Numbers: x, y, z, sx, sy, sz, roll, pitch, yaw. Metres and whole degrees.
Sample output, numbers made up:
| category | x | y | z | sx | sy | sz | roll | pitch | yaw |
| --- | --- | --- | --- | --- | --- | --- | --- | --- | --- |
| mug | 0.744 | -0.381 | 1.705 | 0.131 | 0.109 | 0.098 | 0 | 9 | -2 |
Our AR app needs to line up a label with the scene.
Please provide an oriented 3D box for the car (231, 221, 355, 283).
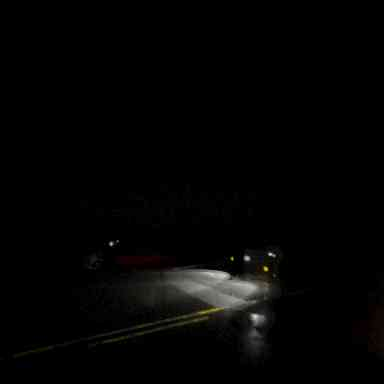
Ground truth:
| category | x | y | z | sx | sy | sz | roll | pitch | yaw |
| --- | --- | --- | --- | --- | --- | --- | --- | --- | --- |
| car | 3.217 | 1.574 | 9.680 | 4.181 | 1.385 | 1.994 | 0 | 0 | -28 |

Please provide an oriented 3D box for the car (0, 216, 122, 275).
| category | x | y | z | sx | sy | sz | roll | pitch | yaw |
| --- | --- | --- | --- | --- | --- | --- | --- | --- | --- |
| car | -4.402 | 1.470 | 9.181 | 4.892 | 1.490 | 1.837 | 0 | 0 | -33 |
